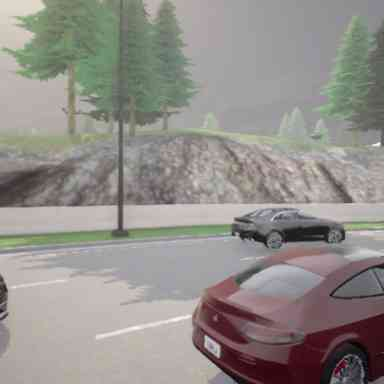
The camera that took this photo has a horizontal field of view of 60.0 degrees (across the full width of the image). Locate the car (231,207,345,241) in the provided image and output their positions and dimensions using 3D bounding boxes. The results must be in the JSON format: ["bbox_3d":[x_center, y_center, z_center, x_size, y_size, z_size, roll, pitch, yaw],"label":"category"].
[{"bbox_3d":[3.936,1.386,13.387,4.902,1.511,2.128,0,0,-23],"label":"car"}]

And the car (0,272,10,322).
[{"bbox_3d":[-5.076,1.419,4.145,4.902,1.511,2.128,0,1,-37],"label":"car"}]

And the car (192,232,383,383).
[{"bbox_3d":[2.233,1.491,4.698,4.674,1.442,1.812,0,0,-29],"label":"car"}]
